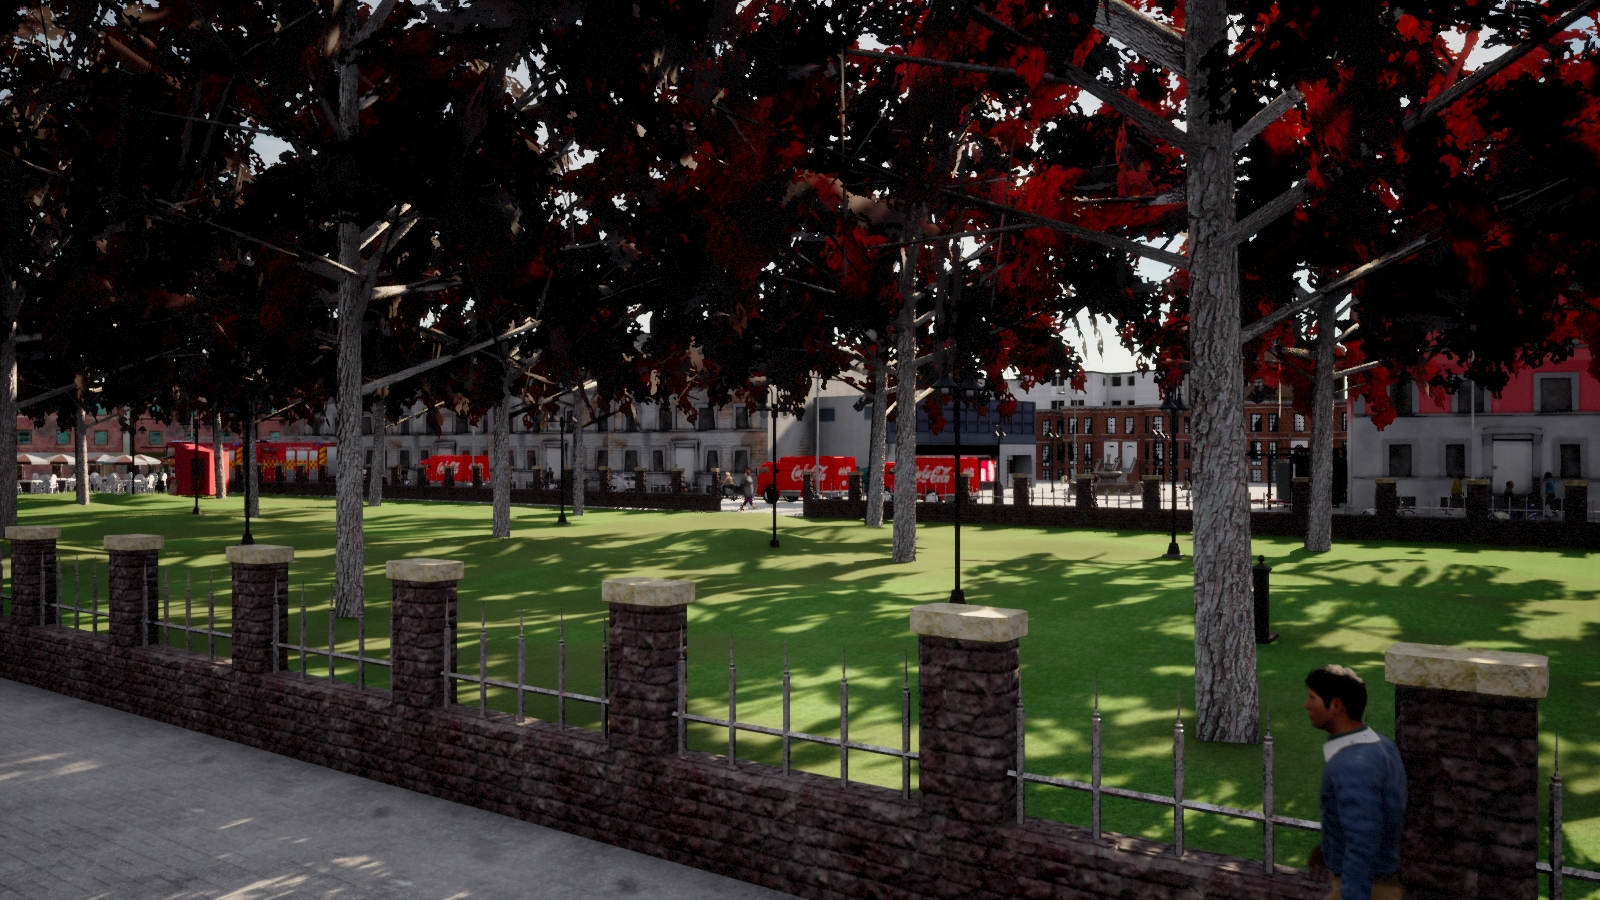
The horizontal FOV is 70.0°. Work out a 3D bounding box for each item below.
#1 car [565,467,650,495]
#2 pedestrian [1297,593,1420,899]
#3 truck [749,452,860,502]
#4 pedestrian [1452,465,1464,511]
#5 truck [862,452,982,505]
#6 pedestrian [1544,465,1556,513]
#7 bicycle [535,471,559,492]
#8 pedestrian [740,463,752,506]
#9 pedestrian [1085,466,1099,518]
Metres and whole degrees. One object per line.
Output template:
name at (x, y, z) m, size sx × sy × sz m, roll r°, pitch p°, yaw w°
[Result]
car at (-11.432, 1.827, 67.802) m, size 4.902 × 1.511 × 2.128 m, roll 0°, pitch 0°, yaw 35°
pedestrian at (2.201, 1.526, 4.501) m, size 0.375 × 1.860 × 0.375 m, roll 0°, pitch 0°, yaw 36°
truck at (0.205, 1.348, 59.637) m, size 5.204 × 2.467 × 2.627 m, roll 0°, pitch 0°, yaw 35°
pedestrian at (26.622, 1.524, 46.197) m, size 0.375 × 1.860 × 0.375 m, roll 0°, pitch 0°, yaw 36°
truck at (5.914, 1.346, 55.620) m, size 5.204 × 2.467 × 2.627 m, roll 0°, pitch 0°, yaw 35°
pedestrian at (29.480, 1.522, 44.919) m, size 0.375 × 1.860 × 0.375 m, roll 0°, pitch 0°, yaw 38°
bicycle at (-15.681, 1.940, 70.806) m, size 1.835 × 1.271 × 0.329 m, roll 0°, pitch 0°, yaw 35°
pedestrian at (-2.401, 1.525, 50.522) m, size 0.375 × 1.860 × 0.375 m, roll 0°, pitch 0°, yaw 43°
pedestrian at (10.628, 1.524, 41.538) m, size 0.375 × 1.860 × 0.375 m, roll 0°, pitch 0°, yaw 35°
